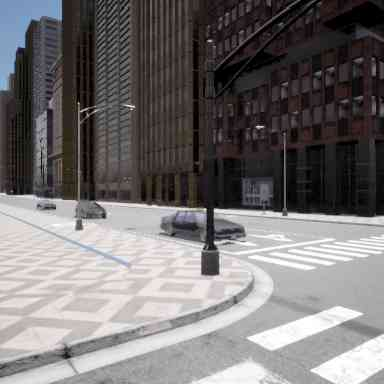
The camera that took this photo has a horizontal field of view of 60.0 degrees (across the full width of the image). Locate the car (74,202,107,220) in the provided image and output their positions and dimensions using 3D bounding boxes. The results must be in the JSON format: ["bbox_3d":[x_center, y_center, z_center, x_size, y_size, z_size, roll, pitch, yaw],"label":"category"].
[{"bbox_3d":[-9.361,1.669,30.519,1.837,1.490,4.892,0,0,-35],"label":"car"}]

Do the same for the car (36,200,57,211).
[{"bbox_3d":[-20.301,1.840,46.176,2.033,1.411,5.357,0,0,-35],"label":"car"}]

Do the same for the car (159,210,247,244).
[{"bbox_3d":[0.311,1.627,16.817,2.033,1.411,5.357,0,0,-35],"label":"car"}]
